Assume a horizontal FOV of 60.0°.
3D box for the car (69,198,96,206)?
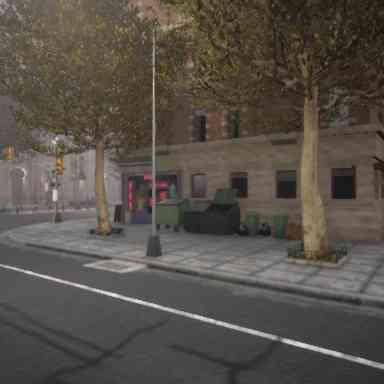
[{"bbox_3d":[-17.048,1.592,52.800,1.895,1.301,4.718,0,0,36],"label":"car"}]
